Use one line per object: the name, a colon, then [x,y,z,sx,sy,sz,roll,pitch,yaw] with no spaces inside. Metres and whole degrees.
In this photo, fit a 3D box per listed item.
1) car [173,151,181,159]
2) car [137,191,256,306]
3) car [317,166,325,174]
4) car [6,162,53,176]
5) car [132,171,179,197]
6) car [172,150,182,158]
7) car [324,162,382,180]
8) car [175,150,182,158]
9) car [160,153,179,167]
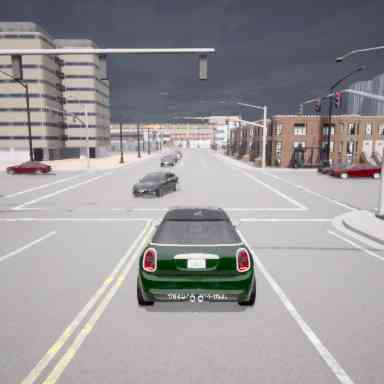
car: [-3.485,-5.930,58.207,1.882,1.535,5.008,0,9,0]
car: [0.088,1.074,7.671,2.097,1.767,4.553,0,4,0]
car: [16.379,-2.514,35.780,5.357,1.411,2.033,0,8,0]
car: [-17.535,-2.551,35.935,4.674,1.442,1.812,0,8,0]
car: [-2.375,-0.599,22.697,1.837,1.490,4.892,2,9,18]
car: [-3.374,-8.943,77.551,2.097,1.767,4.553,0,8,0]
car: [16.034,-2.065,32.302,5.008,1.535,1.882,0,8,0]
car: [-3.401,-7.269,67.502,1.812,1.442,4.674,0,8,1]
car: [-3.533,-4.521,48.870,2.128,1.511,4.902,0,8,1]
